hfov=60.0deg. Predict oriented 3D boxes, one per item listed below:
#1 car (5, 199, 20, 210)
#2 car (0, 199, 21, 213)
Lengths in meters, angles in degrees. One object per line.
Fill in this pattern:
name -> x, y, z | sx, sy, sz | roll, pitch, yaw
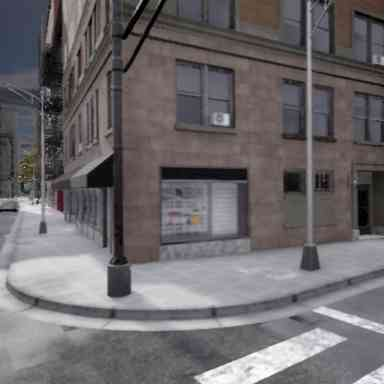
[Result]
car -> -26.728, 1.763, 49.633 | 1.837, 1.490, 4.892 | -1, 0, -26
car -> -21.916, 1.764, 39.827 | 1.994, 1.385, 4.181 | -1, 0, -26
